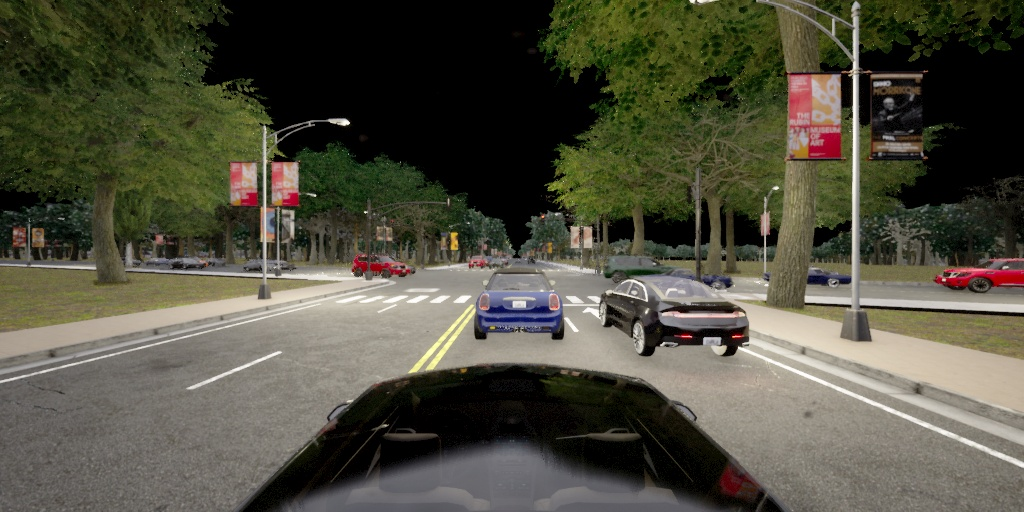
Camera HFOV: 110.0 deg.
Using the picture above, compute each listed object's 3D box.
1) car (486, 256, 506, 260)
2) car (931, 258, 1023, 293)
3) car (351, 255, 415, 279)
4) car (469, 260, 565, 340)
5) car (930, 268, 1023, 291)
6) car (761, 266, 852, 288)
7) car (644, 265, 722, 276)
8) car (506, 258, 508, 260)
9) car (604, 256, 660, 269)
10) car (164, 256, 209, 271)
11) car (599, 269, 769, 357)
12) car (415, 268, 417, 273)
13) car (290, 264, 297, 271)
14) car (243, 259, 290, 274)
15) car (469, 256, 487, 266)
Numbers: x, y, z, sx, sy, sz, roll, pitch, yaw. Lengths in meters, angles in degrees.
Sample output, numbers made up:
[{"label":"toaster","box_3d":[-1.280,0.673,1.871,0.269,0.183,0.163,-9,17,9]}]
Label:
[{"label":"car","box_3d":[-2.401,1.100,55.881,2.097,1.767,4.553,0,0,1]},{"label":"car","box_3d":[29.307,1.150,21.077,5.566,2.045,2.150,0,0,25]},{"label":"car","box_3d":[-11.750,0.918,31.965,5.566,2.045,2.150,0,0,26]},{"label":"car","box_3d":[0.191,1.101,10.136,2.097,1.767,4.553,0,0,1]},{"label":"car","box_3d":[31.481,1.533,23.674,4.718,1.301,1.895,0,0,24]},{"label":"car","box_3d":[20.393,1.474,25.057,4.718,1.301,1.895,0,0,24]},{"label":"car","box_3d":[10.821,1.432,21.994,4.718,1.301,1.895,0,0,24]},{"label":"car","box_3d":[-2.210,1.349,64.872,1.895,1.301,4.718,0,0,1]},{"label":"car","box_3d":[9.529,1.037,26.125,5.566,2.045,2.150,0,0,24]},{"label":"car","box_3d":[-40.939,1.016,45.092,5.008,1.535,1.882,0,0,24]},{"label":"car","box_3d":[3.428,1.240,8.548,2.128,1.511,4.902,0,0,0]},{"label":"car","box_3d":[-11.733,1.194,35.605,4.892,1.490,1.837,0,0,24]},{"label":"car","box_3d":[-28.275,1.145,42.987,5.357,1.411,2.033,0,0,24]},{"label":"car","box_3d":[-26.944,1.105,38.832,4.902,1.511,2.128,0,0,24]},{"label":"car","box_3d":[-5.630,0.969,57.948,2.150,2.045,5.566,0,0,1]}]
